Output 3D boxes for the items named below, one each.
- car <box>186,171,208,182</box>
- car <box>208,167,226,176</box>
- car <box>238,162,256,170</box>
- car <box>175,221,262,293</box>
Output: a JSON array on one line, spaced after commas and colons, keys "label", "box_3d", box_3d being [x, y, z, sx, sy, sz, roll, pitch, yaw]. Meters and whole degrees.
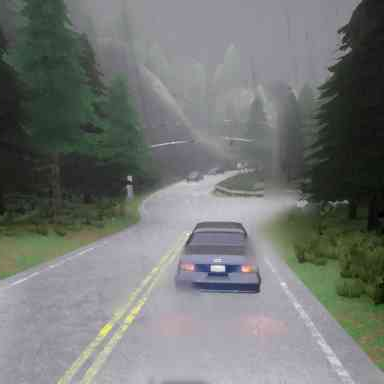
[{"label": "car", "box_3d": [0.563, -2.569, 55.102, 1.837, 1.490, 4.892, 2, 10, 19]}, {"label": "car", "box_3d": [4.634, -4.049, 63.645, 2.128, 1.511, 4.902, 4, 10, 36]}, {"label": "car", "box_3d": [11.872, -5.480, 71.019, 4.892, 1.490, 1.837, -9, 9, -36]}, {"label": "car", "box_3d": [0.726, 1.497, 8.877, 2.033, 1.411, 5.357, 0, 0, 5]}]
